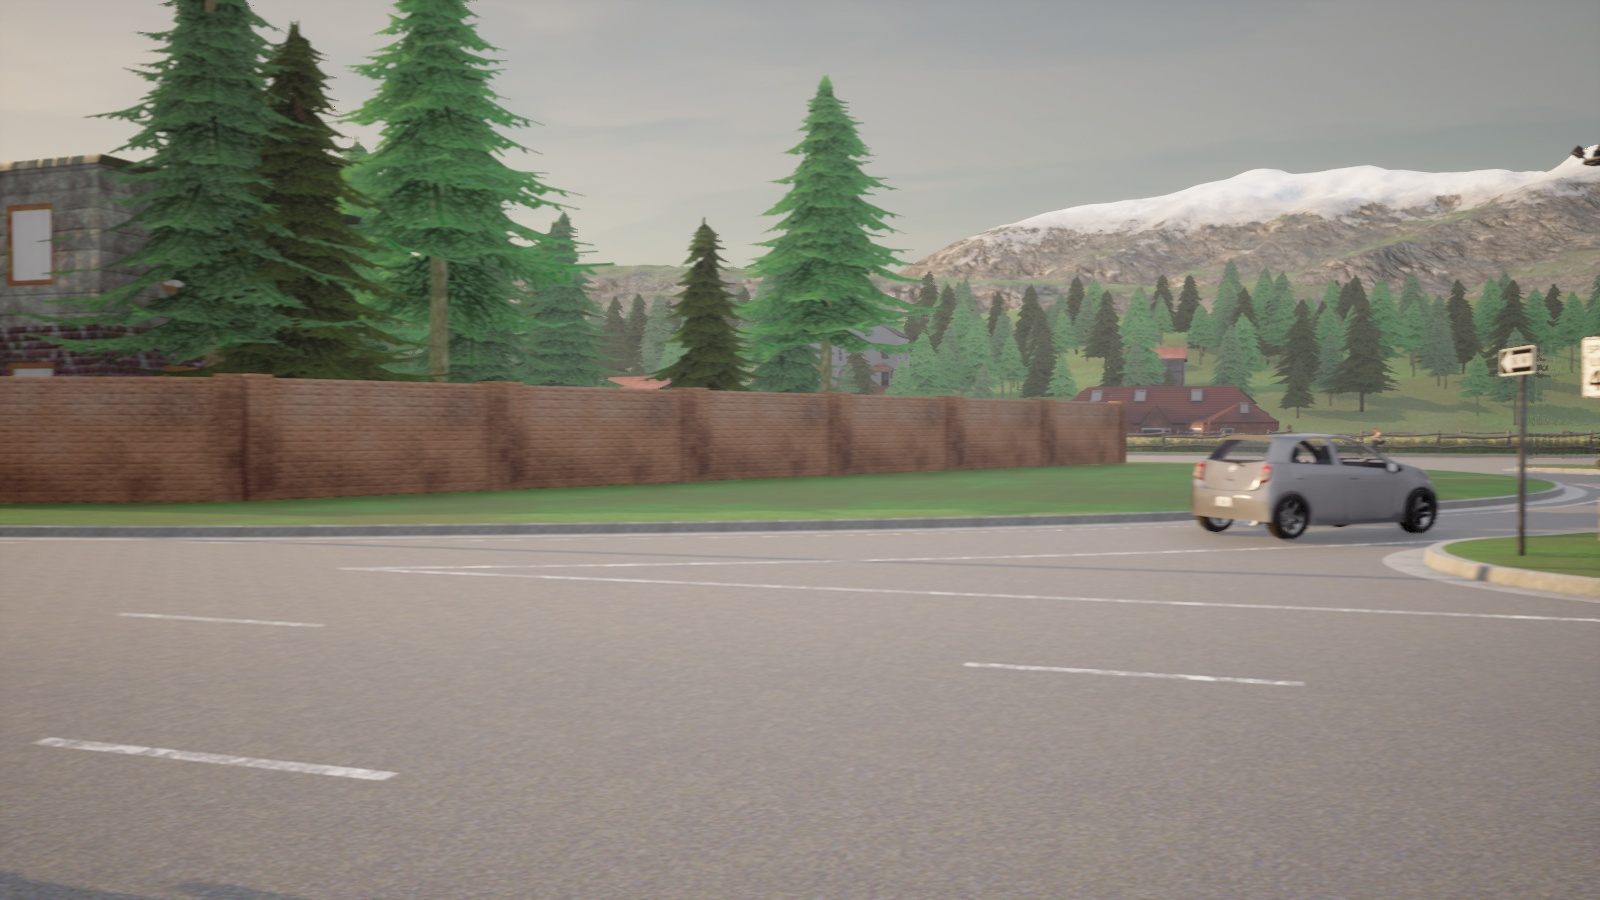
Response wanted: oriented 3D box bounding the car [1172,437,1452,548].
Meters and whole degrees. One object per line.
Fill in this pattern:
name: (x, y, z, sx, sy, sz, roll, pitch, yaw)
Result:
car: (7.611, 0.572, 18.704, 3.633, 1.501, 1.845, 0, 1, -24)
